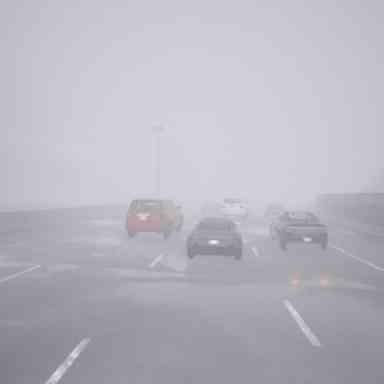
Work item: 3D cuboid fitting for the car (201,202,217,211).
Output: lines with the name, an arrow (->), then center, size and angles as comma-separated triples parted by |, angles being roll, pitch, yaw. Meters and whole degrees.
car -> 2.453, 1.844, 38.486 | 2.033, 1.411, 5.357 | 0, 0, 16

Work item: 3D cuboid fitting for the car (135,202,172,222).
car -> -3.346, 1.722, 29.991 | 1.837, 1.490, 4.892 | 0, 0, 12

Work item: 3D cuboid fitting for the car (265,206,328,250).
car -> 4.685, 1.619, 15.080 | 2.128, 1.511, 4.902 | 0, 0, 7

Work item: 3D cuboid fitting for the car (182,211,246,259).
car -> 0.945, 1.666, 13.132 | 1.994, 1.385, 4.181 | 0, 0, 6

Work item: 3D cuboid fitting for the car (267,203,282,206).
car -> 8.474, 1.828, 34.176 | 2.033, 1.411, 5.357 | 0, 0, 16

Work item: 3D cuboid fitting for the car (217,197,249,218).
car -> 4.086, 1.468, 31.177 | 2.150, 2.045, 5.566 | 0, 0, 14

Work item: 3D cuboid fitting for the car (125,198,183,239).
car -> -1.943, 1.356, 18.444 | 2.150, 2.045, 5.566 | 0, 0, 8
